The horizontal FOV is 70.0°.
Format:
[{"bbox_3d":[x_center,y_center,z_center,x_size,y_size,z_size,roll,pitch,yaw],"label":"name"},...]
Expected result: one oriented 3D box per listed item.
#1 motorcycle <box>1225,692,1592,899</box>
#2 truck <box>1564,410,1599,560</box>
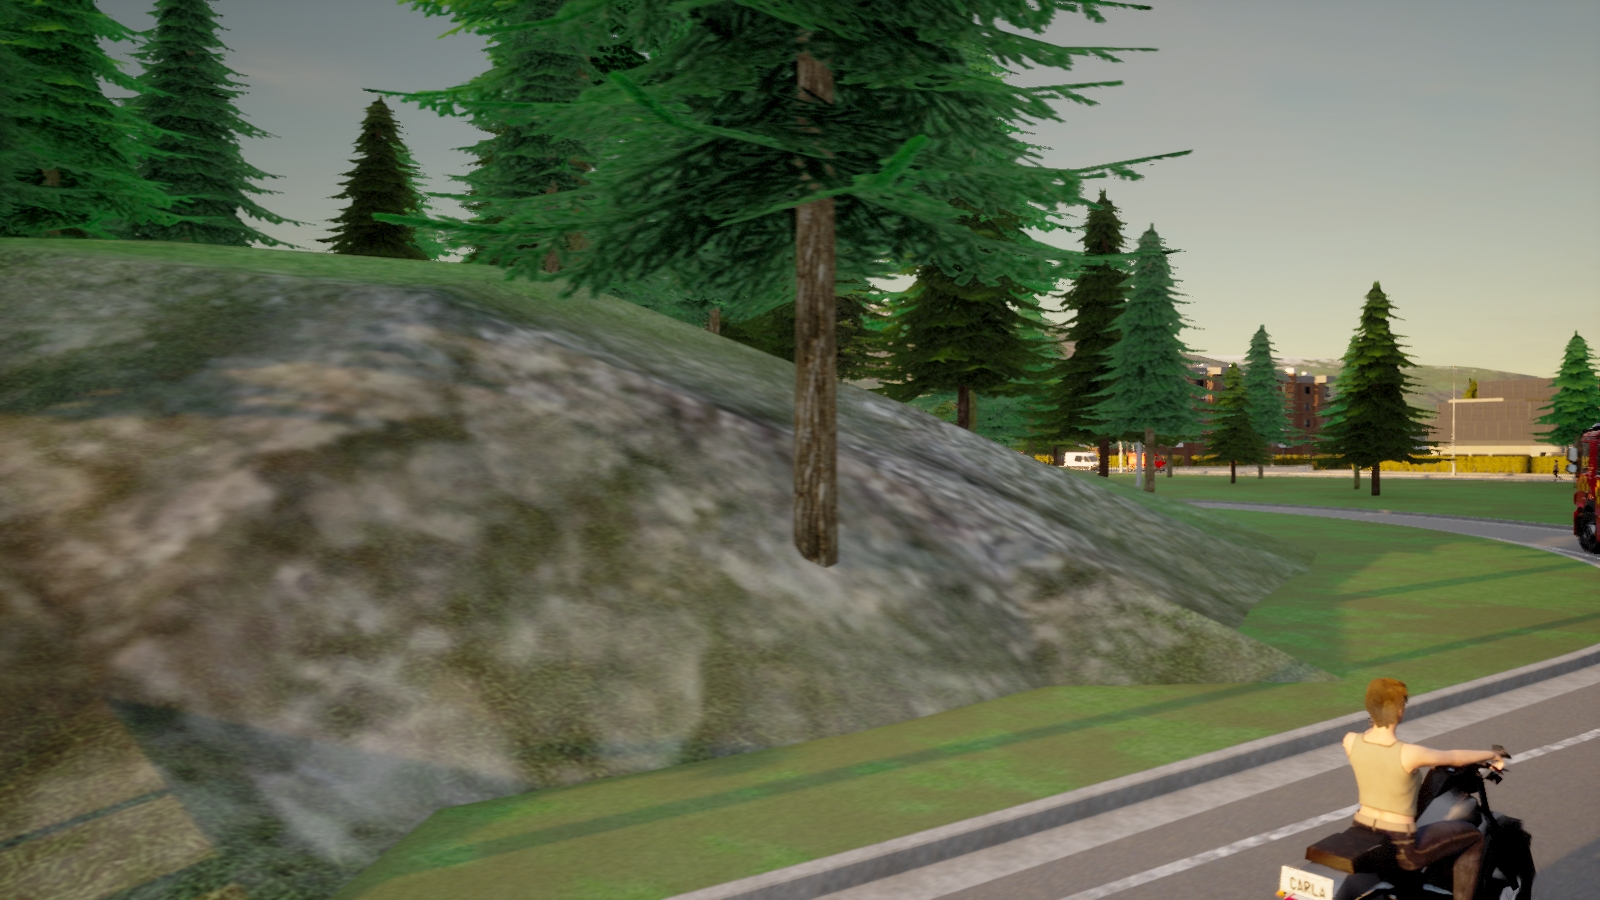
[{"bbox_3d":[3.309,2.155,6.104,2.356,1.307,0.764,0,0,-36],"label":"motorcycle"},{"bbox_3d":[21.546,0.891,28.134,2.891,3.827,8.468,0,0,22],"label":"truck"}]
